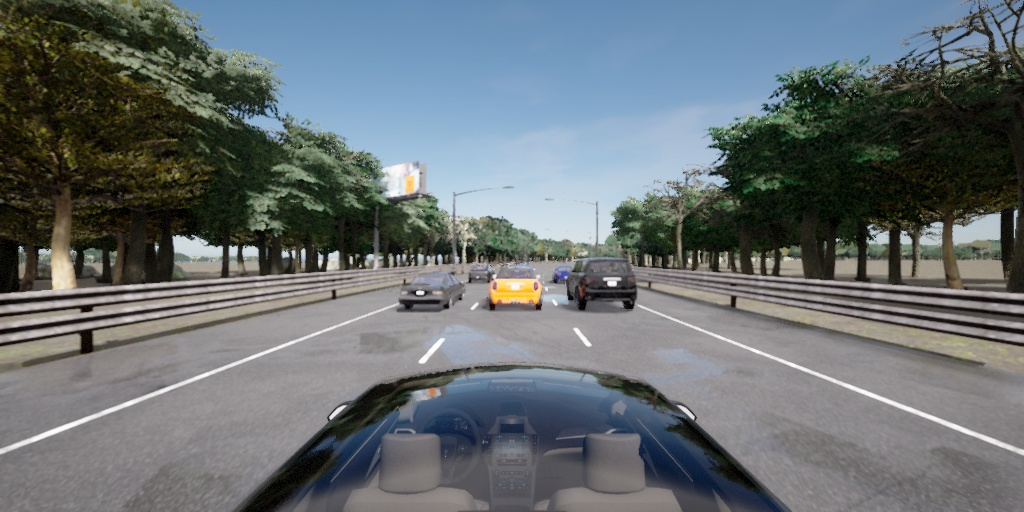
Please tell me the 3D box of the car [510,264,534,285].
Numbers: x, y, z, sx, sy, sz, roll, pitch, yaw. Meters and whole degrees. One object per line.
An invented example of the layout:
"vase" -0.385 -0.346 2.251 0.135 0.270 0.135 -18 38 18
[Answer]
"car" 0.965 1.504 30.903 1.882 1.535 5.008 0 0 4

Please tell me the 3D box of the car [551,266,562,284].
"car" 4.448 1.550 30.562 1.812 1.442 4.674 0 0 4

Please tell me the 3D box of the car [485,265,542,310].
"car" 0.194 1.231 15.722 2.097 1.767 4.553 0 -1 2

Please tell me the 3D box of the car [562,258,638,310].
"car" 3.688 1.097 15.571 2.150 2.045 5.566 0 0 2

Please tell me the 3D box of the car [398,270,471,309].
"car" -3.310 1.427 15.741 2.033 1.411 5.357 0 -1 2

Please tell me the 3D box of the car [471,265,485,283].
"car" -2.543 1.518 30.960 2.128 1.511 4.902 0 0 4
